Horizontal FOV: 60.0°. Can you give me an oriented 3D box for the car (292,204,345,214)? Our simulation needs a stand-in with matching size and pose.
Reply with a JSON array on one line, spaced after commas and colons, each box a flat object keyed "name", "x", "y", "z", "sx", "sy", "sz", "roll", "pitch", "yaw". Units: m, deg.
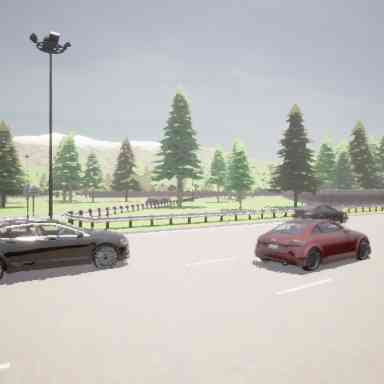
[{"name": "car", "x": 8.781, "y": 1.526, "z": 22.866, "sx": 4.674, "sy": 1.442, "sz": 1.812, "roll": 0, "pitch": 0, "yaw": -35}]

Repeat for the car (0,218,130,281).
[{"name": "car", "x": -4.177, "y": 1.492, "z": 9.362, "sx": 4.902, "sy": 1.511, "sz": 2.128, "roll": 0, "pitch": 0, "yaw": -35}]

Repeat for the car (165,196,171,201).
[{"name": "car", "x": -5.586, "y": 1.525, "z": 69.768, "sx": 1.812, "sy": 1.442, "sz": 4.674, "roll": 0, "pitch": 0, "yaw": 5}]

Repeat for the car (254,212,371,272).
[{"name": "car", "x": 4.003, "y": 1.564, "z": 10.883, "sx": 4.181, "sy": 1.385, "sz": 1.994, "roll": 0, "pitch": 0, "yaw": -35}]

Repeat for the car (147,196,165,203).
[{"name": "car", "x": -6.670, "y": 1.490, "z": 58.493, "sx": 2.128, "sy": 1.511, "sz": 4.902, "roll": 0, "pitch": 0, "yaw": 6}]
